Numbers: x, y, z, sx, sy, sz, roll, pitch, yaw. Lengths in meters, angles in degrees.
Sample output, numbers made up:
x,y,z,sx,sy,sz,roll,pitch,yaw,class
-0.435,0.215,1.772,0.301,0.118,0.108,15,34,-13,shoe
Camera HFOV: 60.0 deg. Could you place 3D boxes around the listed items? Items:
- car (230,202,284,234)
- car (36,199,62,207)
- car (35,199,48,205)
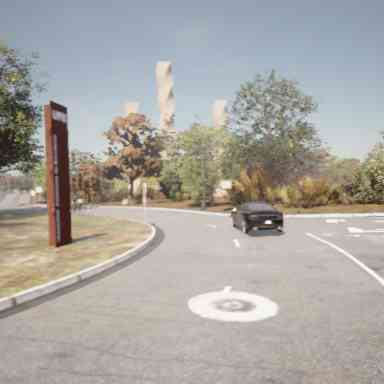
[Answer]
x,y,z,sx,sy,sz,roll,pitch,yaw,class
3.404,1.305,18.194,1.882,1.535,5.008,-2,0,-4,car
-31.871,2.458,74.098,5.008,1.535,2.097,-2,-2,-26,car
-30.667,2.309,71.624,4.892,1.521,2.231,-2,-2,-26,car
